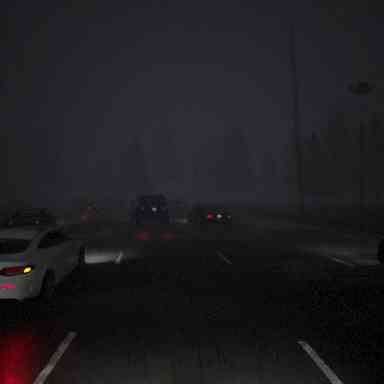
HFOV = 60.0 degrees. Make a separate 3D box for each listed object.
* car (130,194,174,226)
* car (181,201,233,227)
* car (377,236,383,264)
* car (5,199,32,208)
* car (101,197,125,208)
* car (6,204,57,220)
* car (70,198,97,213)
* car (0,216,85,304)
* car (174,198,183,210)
[{"bbox_3d":[-3.096,1.184,23.725,2.150,2.045,5.566,0,0,-15],"label":"car"},{"bbox_3d":[0.999,1.482,22.056,2.033,1.411,5.357,0,0,-14],"label":"car"},{"bbox_3d":[6.590,1.280,7.876,2.097,1.767,4.553,-1,0,-5],"label":"car"},{"bbox_3d":[-23.311,1.628,44.682,4.181,1.385,1.994,0,0,38],"label":"car"},{"bbox_3d":[-11.475,1.489,48.280,1.812,1.442,4.674,0,0,-42],"label":"car"},{"bbox_3d":[-9.232,1.621,19.519,1.895,1.301,4.718,0,0,-13],"label":"car"},{"bbox_3d":[-11.876,1.522,36.847,1.812,1.442,4.674,0,0,-29],"label":"car"},{"bbox_3d":[-3.912,1.535,7.952,1.812,1.442,4.674,0,0,-5],"label":"car"},{"bbox_3d":[-2.134,1.474,40.924,1.994,1.385,4.181,0,0,-26],"label":"car"}]
